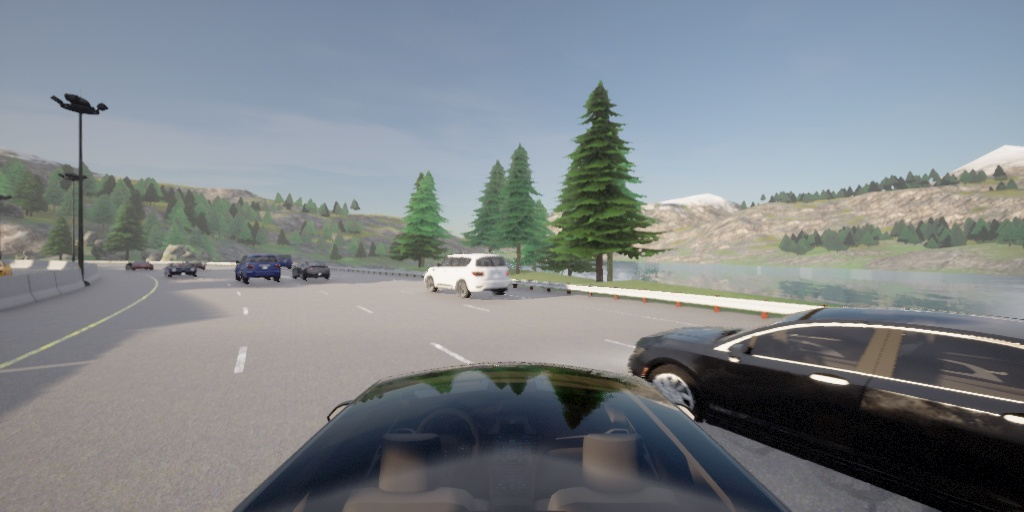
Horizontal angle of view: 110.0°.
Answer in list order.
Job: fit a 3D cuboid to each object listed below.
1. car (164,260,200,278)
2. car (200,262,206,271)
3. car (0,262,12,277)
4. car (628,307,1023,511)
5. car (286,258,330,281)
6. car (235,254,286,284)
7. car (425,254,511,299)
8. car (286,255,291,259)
[{"bbox_3d":[-30.608,1.259,33.047,4.718,1.301,1.895,0,0,42],"label":"car"},{"bbox_3d":[-41.222,1.222,46.039,4.718,1.301,1.895,0,0,35],"label":"car"},{"bbox_3d":[-41.286,1.149,28.293,5.008,1.535,1.882,0,0,40],"label":"car"},{"bbox_3d":[3.412,1.250,3.420,1.837,1.490,4.892,0,0,-32],"label":"car"},{"bbox_3d":[-16.125,1.164,28.681,2.128,1.511,4.902,0,0,-44],"label":"car"},{"bbox_3d":[-18.855,0.901,26.564,2.150,2.045,5.566,0,0,-44],"label":"car"},{"bbox_3d":[-2.347,0.928,18.002,2.150,2.045,5.566,0,0,-38],"label":"car"},{"bbox_3d":[-30.702,0.839,46.836,5.566,2.045,2.150,-1,0,38],"label":"car"}]
